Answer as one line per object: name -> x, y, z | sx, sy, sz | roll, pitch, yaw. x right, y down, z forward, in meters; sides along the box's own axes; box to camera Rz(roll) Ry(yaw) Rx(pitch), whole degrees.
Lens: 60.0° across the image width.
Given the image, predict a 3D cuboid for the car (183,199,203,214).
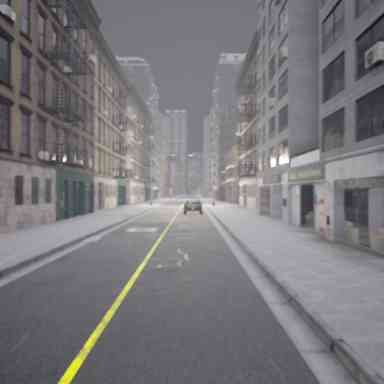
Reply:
car -> 0.102, 1.425, 34.906 | 2.128, 1.511, 4.902 | 0, 0, 0
